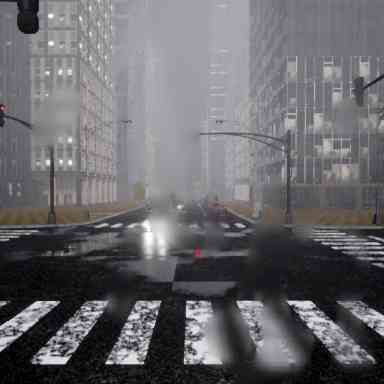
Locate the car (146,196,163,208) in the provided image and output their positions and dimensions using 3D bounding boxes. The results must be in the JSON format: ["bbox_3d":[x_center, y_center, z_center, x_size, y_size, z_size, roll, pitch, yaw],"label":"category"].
[{"bbox_3d":[-5.419,1.419,48.697,1.967,1.590,4.097,-1,0,0],"label":"car"}]

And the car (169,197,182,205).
[{"bbox_3d":[-2.910,1.572,59.427,1.895,1.301,4.718,0,0,0],"label":"car"}]

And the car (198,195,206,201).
[{"bbox_3d":[2.401,1.536,81.884,1.802,1.307,4.206,-1,0,0],"label":"car"}]

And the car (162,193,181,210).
[{"bbox_3d":[-2.930,1.202,42.213,2.150,2.045,5.566,0,0,0],"label":"car"}]

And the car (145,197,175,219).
[{"bbox_3d":[-2.909,1.480,28.827,2.128,1.511,4.902,0,0,0],"label":"car"}]

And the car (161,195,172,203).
[{"bbox_3d":[-5.460,1.403,70.795,1.967,1.590,4.097,-1,0,0],"label":"car"}]

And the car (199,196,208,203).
[{"bbox_3d":[2.422,1.508,70.834,1.887,1.381,4.507,-1,0,0],"label":"car"}]

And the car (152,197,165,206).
[{"bbox_3d":[-5.427,1.557,54.221,1.802,1.307,4.206,-1,0,0],"label":"car"}]

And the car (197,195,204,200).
[{"bbox_3d":[2.380,1.489,92.933,1.887,1.381,4.507,-1,0,0],"label":"car"}]

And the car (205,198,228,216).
[{"bbox_3d":[2.462,1.569,32.163,1.802,1.307,4.206,-1,0,0],"label":"car"}]

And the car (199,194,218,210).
[{"bbox_3d":[2.458,1.297,43.212,2.192,1.841,5.009,-1,0,0],"label":"car"}]

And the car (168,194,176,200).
[{"bbox_3d":[-5.501,1.384,92.893,1.967,1.590,4.097,-1,0,0],"label":"car"}]

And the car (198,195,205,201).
[{"bbox_3d":[2.390,1.474,87.578,1.752,1.417,4.829,-1,0,0],"label":"car"}]

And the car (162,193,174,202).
[{"bbox_3d":[-5.472,1.274,76.319,2.192,1.841,5.009,-1,0,0],"label":"car"}]
